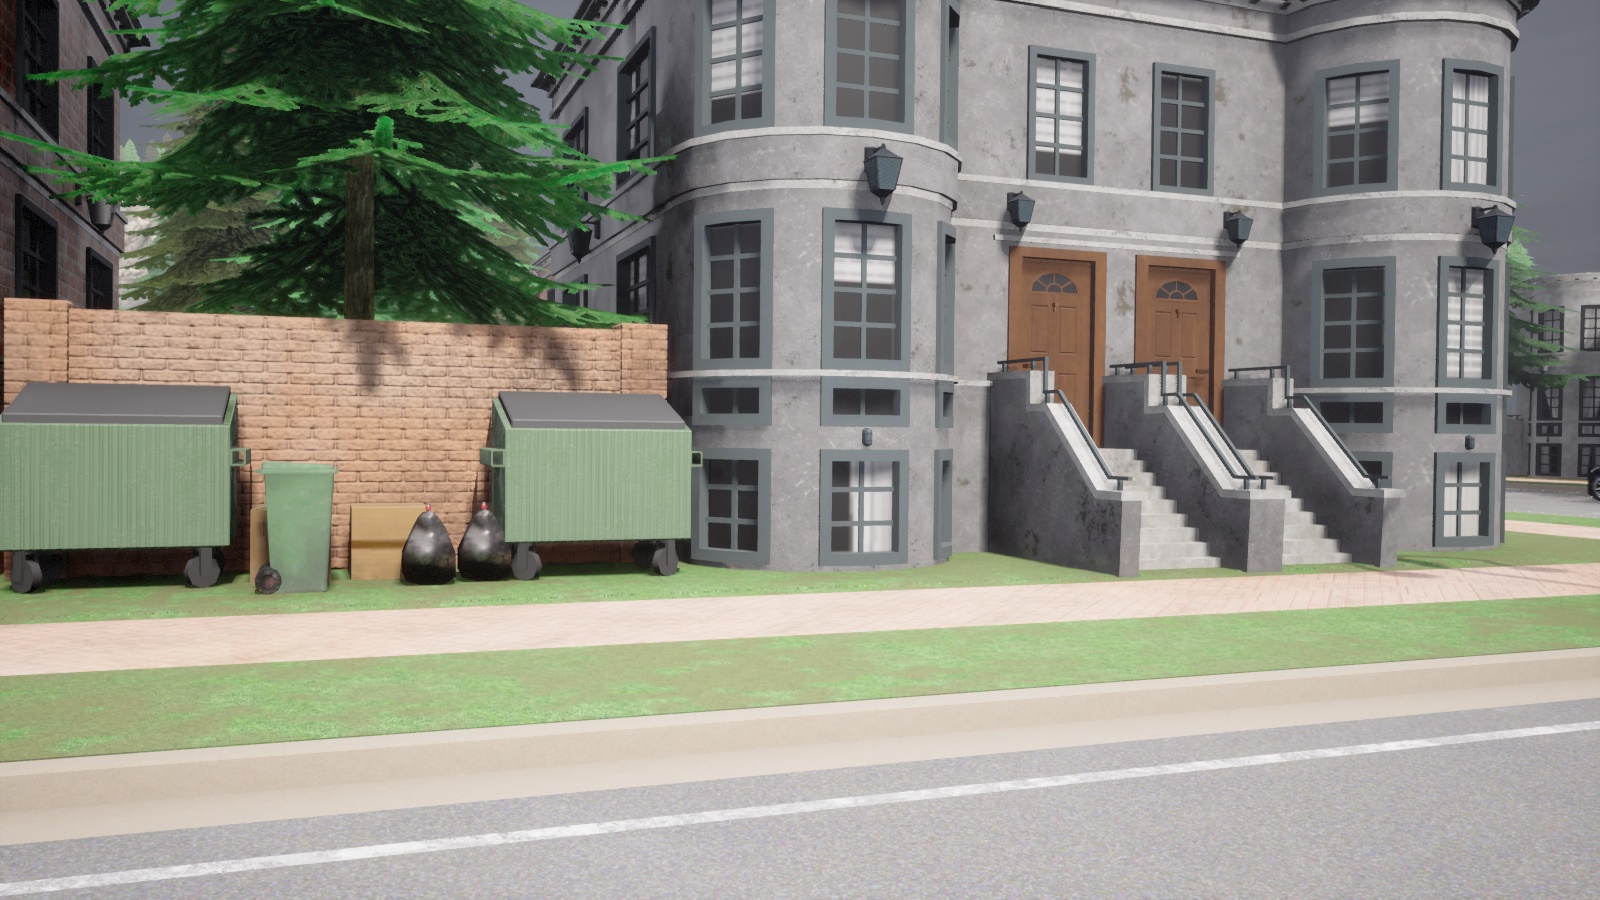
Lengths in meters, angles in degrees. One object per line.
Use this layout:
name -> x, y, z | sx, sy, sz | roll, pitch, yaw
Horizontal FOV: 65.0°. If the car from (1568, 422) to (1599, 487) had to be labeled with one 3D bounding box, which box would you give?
car -> 19.721, 0.100, 27.400 | 2.163, 1.488, 4.792 | -1, 1, -18
